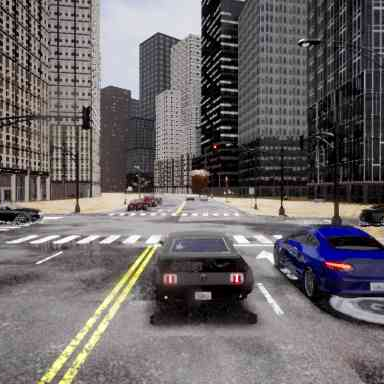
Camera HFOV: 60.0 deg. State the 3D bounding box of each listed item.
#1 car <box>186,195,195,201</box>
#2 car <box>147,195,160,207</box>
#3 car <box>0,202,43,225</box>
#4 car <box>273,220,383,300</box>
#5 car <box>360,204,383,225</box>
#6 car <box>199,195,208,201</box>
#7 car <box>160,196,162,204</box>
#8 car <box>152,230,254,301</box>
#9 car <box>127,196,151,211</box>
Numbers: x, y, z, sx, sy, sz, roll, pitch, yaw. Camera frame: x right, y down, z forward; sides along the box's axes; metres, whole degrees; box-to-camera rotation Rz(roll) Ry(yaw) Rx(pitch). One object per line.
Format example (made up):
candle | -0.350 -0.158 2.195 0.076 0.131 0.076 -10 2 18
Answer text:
car | -0.422 1.469 80.421 1.895 1.301 4.718 0 0 -4
car | -6.516 1.299 50.577 2.097 1.767 4.553 0 0 0
car | -12.951 1.436 23.054 4.902 1.511 2.128 0 1 -3
car | 3.354 1.523 8.232 1.812 1.442 4.674 0 0 1
car | 13.915 1.576 22.310 4.892 1.490 1.837 0 0 1
car | 2.827 1.397 80.534 1.812 1.442 4.674 0 0 -4
car | -6.498 1.416 60.868 2.128 1.511 4.902 0 0 0
car | 0.112 1.598 8.264 1.895 1.301 4.718 0 0 -2
car | -6.533 1.530 40.329 1.994 1.385 4.181 0 0 0
